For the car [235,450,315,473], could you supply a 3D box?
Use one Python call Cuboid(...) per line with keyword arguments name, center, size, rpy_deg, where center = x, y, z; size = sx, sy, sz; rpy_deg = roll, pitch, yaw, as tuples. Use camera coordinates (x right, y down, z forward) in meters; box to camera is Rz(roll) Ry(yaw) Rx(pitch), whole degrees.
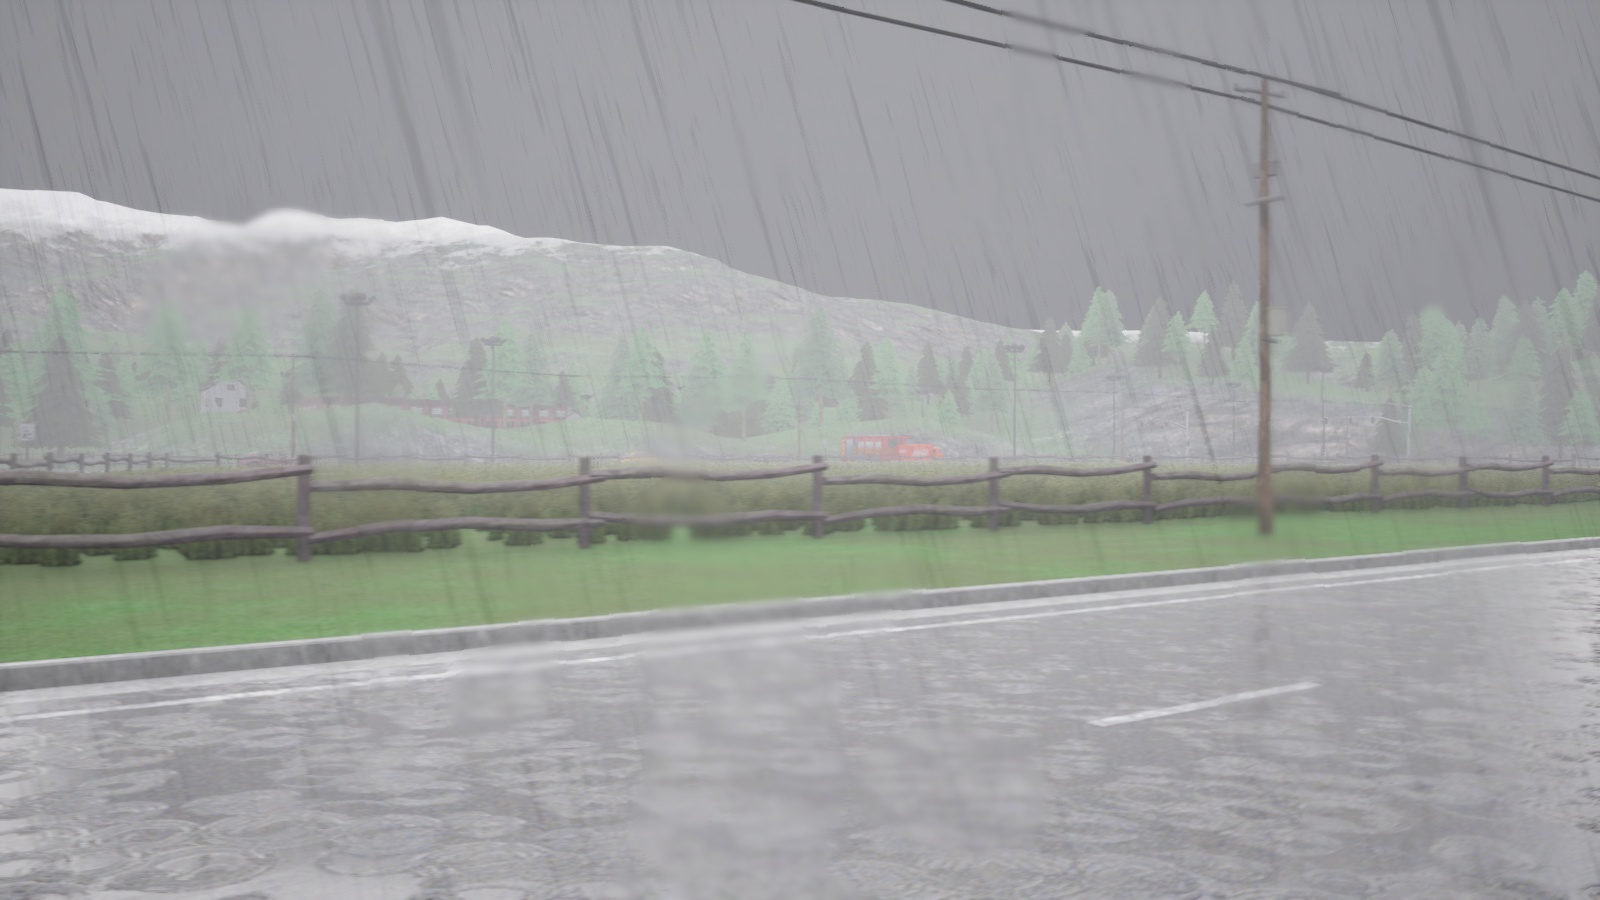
Cuboid(name="car", center=(-37.826, 0.826, 90.536), size=(5.027, 1.651, 2.152), rpy_deg=(0, 0, -35))
